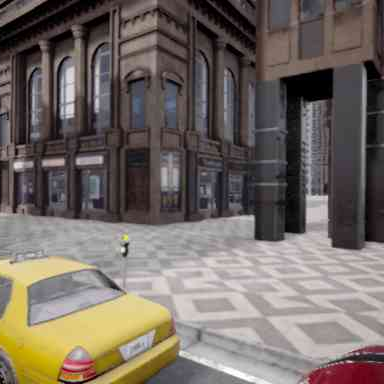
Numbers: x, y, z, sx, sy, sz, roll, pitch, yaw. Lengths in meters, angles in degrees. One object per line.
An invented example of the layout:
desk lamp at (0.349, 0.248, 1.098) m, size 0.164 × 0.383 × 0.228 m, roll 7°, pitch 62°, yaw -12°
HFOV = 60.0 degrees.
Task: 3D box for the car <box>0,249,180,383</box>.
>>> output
car at (-2.426, 1.491, 4.688) m, size 4.829 × 1.417 × 1.752 m, roll 1°, pitch 1°, yaw 35°

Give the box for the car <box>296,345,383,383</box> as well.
car at (2.274, 1.449, 1.338) m, size 4.097 × 1.590 × 1.967 m, roll 1°, pitch 1°, yaw 35°
